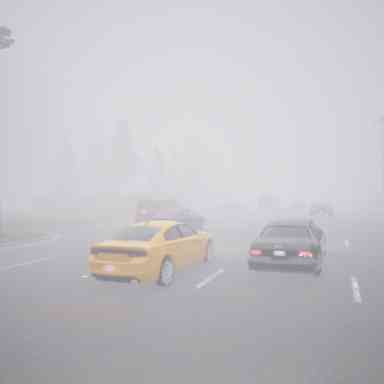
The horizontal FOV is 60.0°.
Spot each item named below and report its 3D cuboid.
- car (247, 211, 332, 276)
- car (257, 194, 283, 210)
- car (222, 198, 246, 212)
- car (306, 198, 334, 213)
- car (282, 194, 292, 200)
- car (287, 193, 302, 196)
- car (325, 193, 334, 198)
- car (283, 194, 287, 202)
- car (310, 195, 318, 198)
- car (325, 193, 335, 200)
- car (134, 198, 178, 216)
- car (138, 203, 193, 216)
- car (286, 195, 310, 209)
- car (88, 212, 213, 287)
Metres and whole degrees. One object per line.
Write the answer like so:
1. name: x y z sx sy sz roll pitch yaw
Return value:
1. car: 3.144 1.543 10.463 2.033 1.411 5.357 -2 -1 23
2. car: 10.143 1.295 44.218 2.150 2.045 5.566 -2 -1 23
3. car: 5.389 1.551 42.034 2.097 1.767 4.553 -2 -1 23
4. car: 12.200 1.505 31.342 1.895 1.301 4.718 -2 -1 23
5. car: 24.918 1.378 87.356 1.812 1.442 4.674 -2 -1 23
6. car: 23.999 1.141 76.435 2.150 2.045 5.566 -2 -1 23
7. car: 30.249 1.192 73.239 1.882 1.535 5.008 -2 -1 23
8. car: 20.787 1.563 77.796 2.128 1.511 4.902 -2 -1 23
9. car: 28.851 1.336 78.805 1.812 1.442 4.674 -2 -1 23
10. car: 34.395 1.038 82.826 2.128 1.511 4.902 -2 -1 23
11. car: -2.125 1.498 24.715 2.150 2.045 5.566 -2 -1 23
12. car: -0.785 1.665 18.991 1.882 1.535 5.008 -2 -1 23
13. car: 14.611 1.519 45.704 1.994 1.385 4.181 -2 -1 23
14. car: -0.904 1.590 9.916 1.882 1.535 5.008 -2 -1 23
